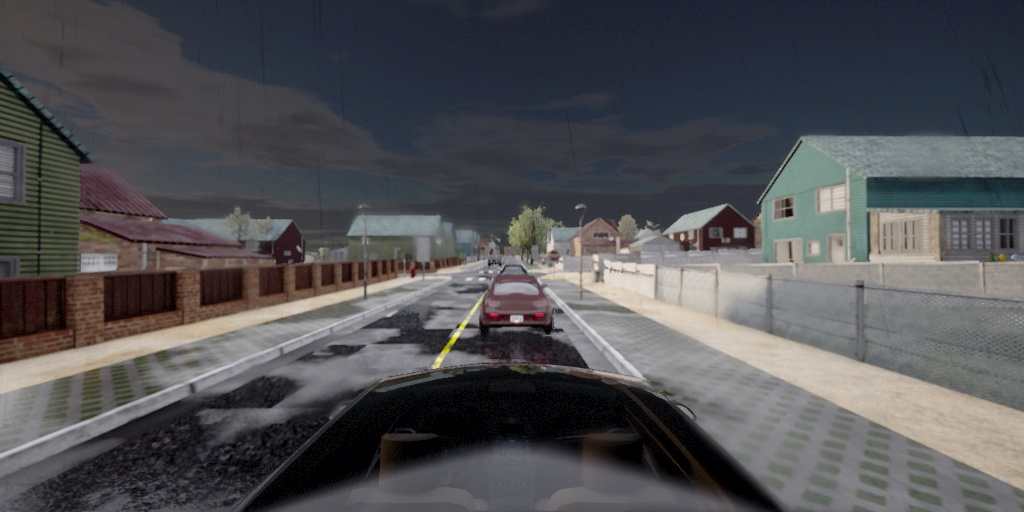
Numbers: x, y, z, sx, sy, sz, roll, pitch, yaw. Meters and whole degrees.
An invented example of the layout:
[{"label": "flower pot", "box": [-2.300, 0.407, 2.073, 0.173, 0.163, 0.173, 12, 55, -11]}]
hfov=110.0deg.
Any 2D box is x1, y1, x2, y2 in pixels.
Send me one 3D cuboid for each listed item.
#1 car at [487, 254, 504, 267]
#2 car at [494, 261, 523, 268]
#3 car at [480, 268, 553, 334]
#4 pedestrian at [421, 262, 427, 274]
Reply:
[{"label": "car", "box": [-2.851, 0.711, 59.153, 2.150, 2.045, 5.566, 0, 1, 0]}, {"label": "car", "box": [0.088, 1.227, 22.360, 1.994, 1.385, 4.181, 0, 0, 0]}, {"label": "car", "box": [0.092, 1.240, 10.426, 1.812, 1.442, 4.674, 0, 0, 0]}, {"label": "pedestrian", "box": [-9.710, 1.044, 39.391, 0.375, 1.860, 0.375, 0, 1, 0]}]
